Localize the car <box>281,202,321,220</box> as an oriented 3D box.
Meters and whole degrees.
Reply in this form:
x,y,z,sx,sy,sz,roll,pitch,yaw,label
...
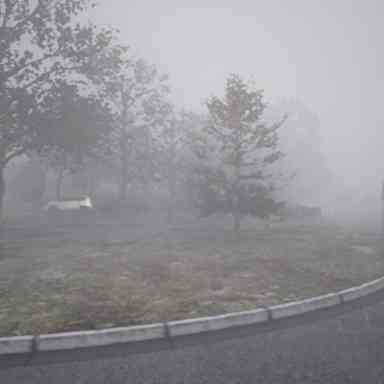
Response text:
x,y,z,sx,sy,sz,roll,pitch,yaw,label
9.455,1.702,30.714,1.882,1.535,5.008,1,-1,-33,car

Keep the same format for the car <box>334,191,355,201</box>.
x,y,z,sx,sy,sz,roll,pitch,yaw,label
23.718,0.483,51.702,2.033,1.411,5.357,0,5,40,car

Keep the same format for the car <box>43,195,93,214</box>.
x,y,z,sx,sy,sz,roll,pitch,yaw,label
-14.500,1.427,39.090,5.566,2.045,2.150,0,0,-23,car

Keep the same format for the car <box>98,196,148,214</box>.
x,y,z,sx,sy,sz,roll,pitch,yaw,label
-7.788,1.463,37.935,5.566,2.045,2.150,1,-1,-8,car
